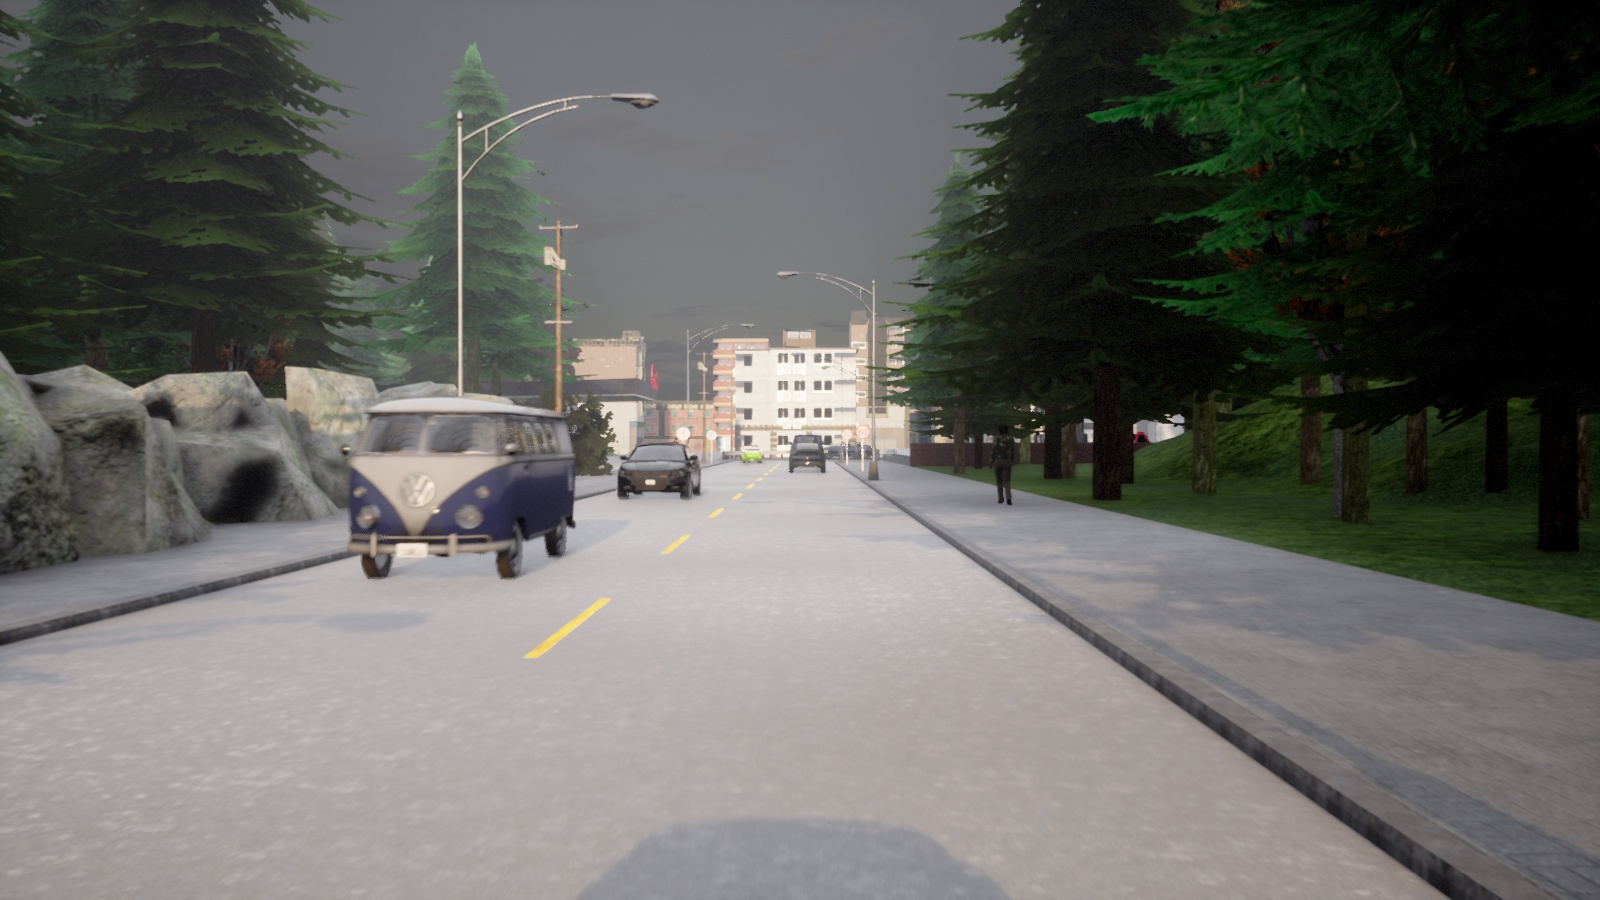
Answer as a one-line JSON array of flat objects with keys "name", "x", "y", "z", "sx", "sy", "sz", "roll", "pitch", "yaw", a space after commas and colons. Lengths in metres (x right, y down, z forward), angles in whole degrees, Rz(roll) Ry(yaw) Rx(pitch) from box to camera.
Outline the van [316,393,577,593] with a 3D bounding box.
[{"name": "van", "x": -3.900, "y": 0.413, "z": 14.686, "sx": 1.775, "sy": 1.987, "sz": 4.442, "roll": 0, "pitch": 0, "yaw": 0}]

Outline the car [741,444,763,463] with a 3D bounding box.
[{"name": "car", "x": -3.477, "y": 0.280, "z": 91.924, "sx": 1.481, "sy": 1.376, "sz": 2.207, "roll": 0, "pitch": 0, "yaw": 1}]

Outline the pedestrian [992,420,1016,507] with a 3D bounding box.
[{"name": "pedestrian", "x": 4.562, "y": 0.301, "z": 28.133, "sx": 0.395, "sy": 1.930, "sz": 0.692, "roll": 0, "pitch": 0, "yaw": -2}]

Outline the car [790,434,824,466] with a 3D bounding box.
[{"name": "car", "x": 0.449, "y": 0.003, "z": 82.204, "sx": 2.150, "sy": 2.045, "sz": 5.566, "roll": 0, "pitch": 0, "yaw": 0}]

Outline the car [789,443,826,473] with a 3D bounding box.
[{"name": "car", "x": 0.373, "y": 0.388, "z": 64.706, "sx": 1.837, "sy": 1.490, "sz": 4.892, "roll": 0, "pitch": 1, "yaw": 0}]

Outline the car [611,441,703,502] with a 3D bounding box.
[{"name": "car", "x": -3.789, "y": 0.529, "z": 34.096, "sx": 1.882, "sy": 1.535, "sz": 5.008, "roll": 0, "pitch": 0, "yaw": 0}]
